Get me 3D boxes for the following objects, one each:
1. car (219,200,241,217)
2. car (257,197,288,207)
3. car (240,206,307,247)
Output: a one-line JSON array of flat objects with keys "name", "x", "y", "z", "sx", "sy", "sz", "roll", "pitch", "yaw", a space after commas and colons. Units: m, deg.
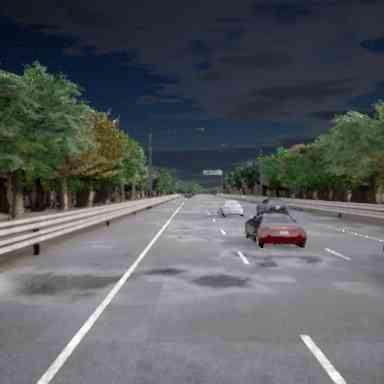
[{"name": "car", "x": 3.585, "y": 1.507, "z": 30.864, "sx": 1.812, "sy": 1.442, "sz": 4.674, "roll": 0, "pitch": 0, "yaw": 0}, {"name": "car", "x": 7.085, "y": 1.334, "z": 29.618, "sx": 2.097, "sy": 1.767, "sz": 4.553, "roll": 0, "pitch": 0, "yaw": 0}, {"name": "car", "x": 3.591, "y": 1.555, "z": 14.945, "sx": 1.994, "sy": 1.385, "sz": 4.181, "roll": 0, "pitch": 0, "yaw": 0}]
